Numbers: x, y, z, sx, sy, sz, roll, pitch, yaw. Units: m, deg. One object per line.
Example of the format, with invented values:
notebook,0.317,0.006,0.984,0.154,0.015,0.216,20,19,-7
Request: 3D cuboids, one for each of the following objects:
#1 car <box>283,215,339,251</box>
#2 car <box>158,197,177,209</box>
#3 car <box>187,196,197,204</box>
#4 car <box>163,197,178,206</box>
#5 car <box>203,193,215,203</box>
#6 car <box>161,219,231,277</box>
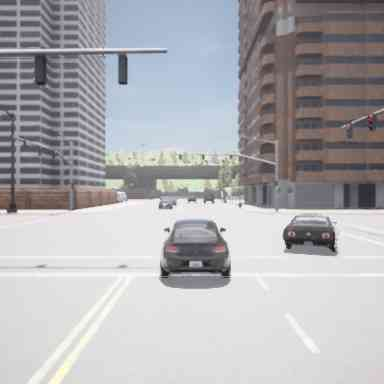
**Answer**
car,5.245,1.620,14.334,1.895,1.301,4.718,0,0,24
car,-3.599,1.553,46.000,2.128,1.511,4.902,0,0,-1
car,0.002,1.558,68.475,1.837,1.490,4.892,0,0,0
car,-3.540,1.566,56.404,2.128,1.511,4.902,0,0,1
car,3.502,1.317,69.186,2.150,2.045,5.566,0,0,0
car,0.094,1.539,10.169,1.812,1.442,4.674,0,0,0
